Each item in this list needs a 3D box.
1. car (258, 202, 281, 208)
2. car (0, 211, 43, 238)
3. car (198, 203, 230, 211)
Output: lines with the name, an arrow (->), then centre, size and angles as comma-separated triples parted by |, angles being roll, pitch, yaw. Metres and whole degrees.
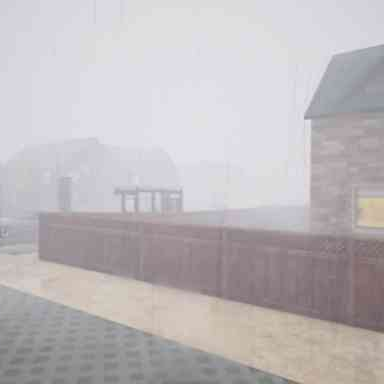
car -> 11.418, 2.160, 48.678 | 2.033, 1.411, 5.357 | 1, 0, 36
car -> -9.658, 1.781, 19.272 | 1.895, 1.301, 4.718 | 1, 0, 34
car -> 2.440, 1.976, 36.259 | 1.837, 1.490, 4.892 | 1, 0, 36
